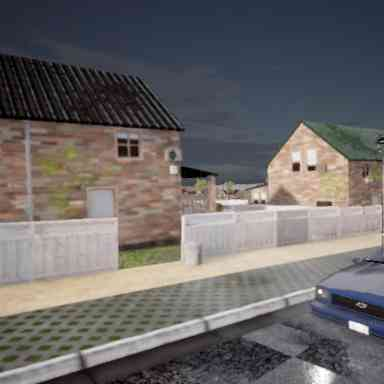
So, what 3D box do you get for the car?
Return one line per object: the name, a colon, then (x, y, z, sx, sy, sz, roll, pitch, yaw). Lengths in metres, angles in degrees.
car: (4.564, 1.550, 6.277, 5.357, 1.411, 2.033, 0, 0, -35)
